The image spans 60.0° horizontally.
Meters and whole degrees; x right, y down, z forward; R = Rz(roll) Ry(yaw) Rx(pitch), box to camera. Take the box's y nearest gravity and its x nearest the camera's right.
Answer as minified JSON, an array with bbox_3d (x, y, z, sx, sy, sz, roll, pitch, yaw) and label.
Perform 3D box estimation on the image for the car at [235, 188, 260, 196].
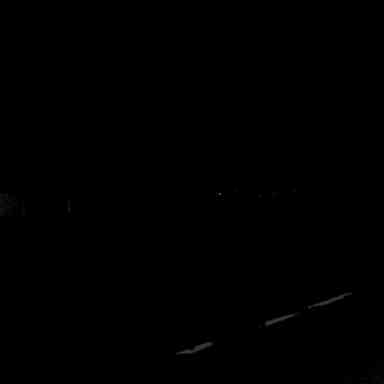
[{"bbox_3d":[11.571,-0.118,67.552,2.097,1.767,4.553,-2,2,-36],"label":"car"}]

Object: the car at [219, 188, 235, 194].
[{"bbox_3d":[8.443,-0.180,76.570,2.033,1.411,5.357,-2,2,-36],"label":"car"}]

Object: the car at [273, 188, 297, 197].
[{"bbox_3d":[17.728,0.059,63.758,2.128,1.511,4.902,-2,2,-36],"label":"car"}]
